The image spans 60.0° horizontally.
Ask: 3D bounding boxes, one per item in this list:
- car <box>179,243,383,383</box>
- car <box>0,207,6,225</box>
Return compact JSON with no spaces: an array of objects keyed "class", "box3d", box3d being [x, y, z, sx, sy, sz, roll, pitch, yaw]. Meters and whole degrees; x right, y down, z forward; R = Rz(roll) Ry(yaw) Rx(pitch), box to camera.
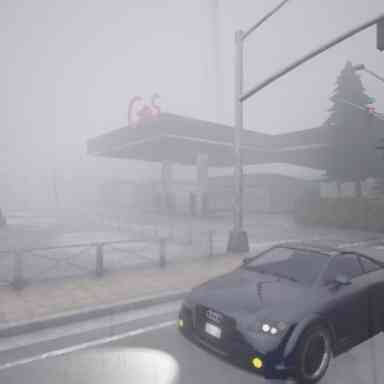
[{"class":"car","box3d":[1.845,1.593,5.473,4.181,1.385,1.994,0,0,-38]},{"class":"car","box3d":[-12.695,1.269,18.306,3.866,1.878,1.905,1,0,-36]}]
